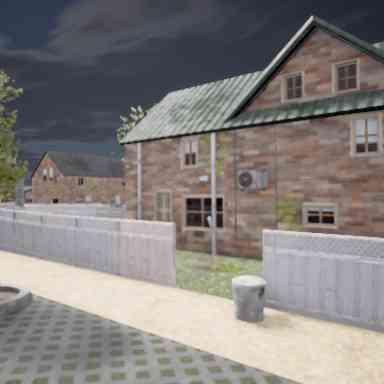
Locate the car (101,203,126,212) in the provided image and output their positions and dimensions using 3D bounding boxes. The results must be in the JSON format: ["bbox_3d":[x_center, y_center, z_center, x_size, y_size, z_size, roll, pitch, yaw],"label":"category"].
[{"bbox_3d":[-7.699,1.813,30.852,2.097,1.767,4.553,-1,-2,35],"label":"car"}]
